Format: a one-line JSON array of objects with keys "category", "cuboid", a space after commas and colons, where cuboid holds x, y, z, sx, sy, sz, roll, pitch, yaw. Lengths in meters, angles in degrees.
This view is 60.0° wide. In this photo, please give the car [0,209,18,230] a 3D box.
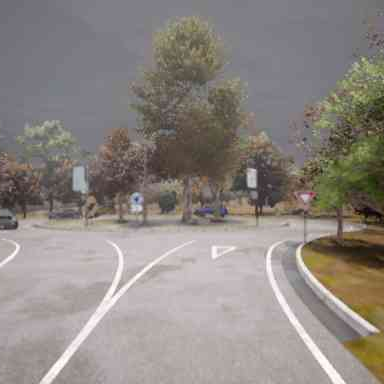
[{"category": "car", "cuboid": [-15.860, 2.173, 27.424, 2.097, 1.767, 4.553, 2, -3, -36]}]

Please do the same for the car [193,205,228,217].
[{"category": "car", "cuboid": [2.987, 3.016, 53.122, 5.566, 2.045, 2.150, 0, -2, 22]}]

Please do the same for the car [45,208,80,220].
[{"category": "car", "cuboid": [-17.625, 3.030, 45.553, 1.837, 1.490, 4.892, -3, -3, 31]}]
